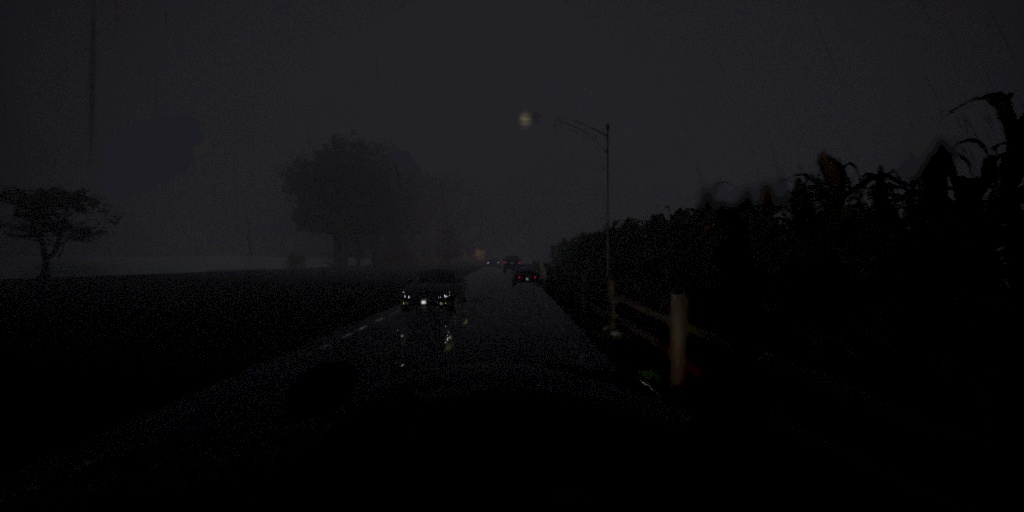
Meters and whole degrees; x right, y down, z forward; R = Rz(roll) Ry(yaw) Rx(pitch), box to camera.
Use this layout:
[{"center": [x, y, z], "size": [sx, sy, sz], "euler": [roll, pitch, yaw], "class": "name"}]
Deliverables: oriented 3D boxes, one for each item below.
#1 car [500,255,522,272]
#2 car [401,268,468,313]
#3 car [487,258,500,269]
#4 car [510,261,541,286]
[{"center": [0.003, 0.941, 44.680], "size": [2.150, 2.045, 5.566], "euler": [0, 0, 0], "class": "car"}, {"center": [-2.851, 1.244, 13.982], "size": [1.837, 1.490, 4.892], "euler": [0, 0, 0], "class": "car"}, {"center": [-2.810, 1.063, 56.757], "size": [2.097, 1.767, 4.553], "euler": [0, 0, 1], "class": "car"}, {"center": [0.958, 1.257, 25.020], "size": [1.812, 1.442, 4.674], "euler": [0, 0, 0], "class": "car"}]
